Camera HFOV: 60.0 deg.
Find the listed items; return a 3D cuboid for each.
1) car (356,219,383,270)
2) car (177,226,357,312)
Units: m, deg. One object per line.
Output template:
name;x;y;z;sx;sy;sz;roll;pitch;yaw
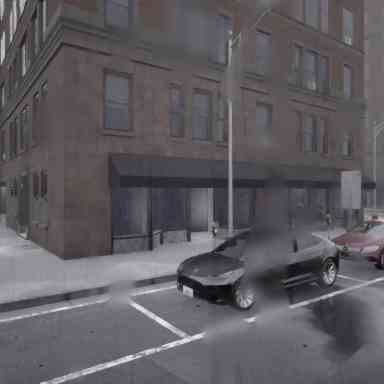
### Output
car;6.174;1.582;10.939;4.206;1.307;1.802;0;0;-35
car;1.695;1.566;7.744;4.313;1.339;1.947;0;0;-36
